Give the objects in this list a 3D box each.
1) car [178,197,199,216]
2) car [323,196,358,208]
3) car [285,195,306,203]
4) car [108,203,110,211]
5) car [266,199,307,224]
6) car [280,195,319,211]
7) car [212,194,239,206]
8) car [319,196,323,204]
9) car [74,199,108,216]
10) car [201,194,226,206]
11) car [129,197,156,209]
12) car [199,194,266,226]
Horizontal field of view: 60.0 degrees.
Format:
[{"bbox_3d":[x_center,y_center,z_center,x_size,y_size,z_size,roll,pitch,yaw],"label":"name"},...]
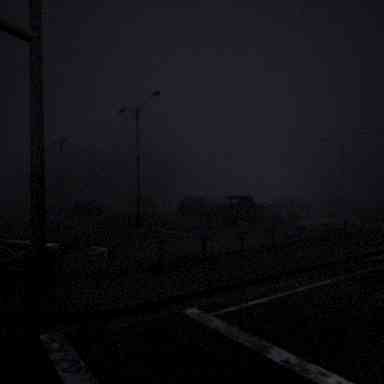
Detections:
[{"bbox_3d":[0.672,1.271,30.322,1.932,1.855,4.605,-1,0,-36],"label":"car"},{"bbox_3d":[19.338,1.270,42.818,1.845,1.501,3.633,-1,0,-36],"label":"car"},{"bbox_3d":[20.744,1.411,66.508,1.845,1.501,3.633,-1,0,-36],"label":"car"},{"bbox_3d":[-11.948,1.649,42.256,1.970,1.475,3.806,-1,0,-36],"label":"car"},{"bbox_3d":[5.657,1.429,23.460,1.970,1.475,3.806,-1,0,-36],"label":"car"},{"bbox_3d":[11.202,1.344,37.017,2.007,1.523,4.514,-1,0,-36],"label":"car"},{"bbox_3d":[5.575,1.313,55.769,1.932,1.855,4.605,-1,0,-36],"label":"car"},{"bbox_3d":[22.658,1.358,58.744,1.970,1.475,3.806,-1,0,-36],"label":"car"},{"bbox_3d":[-10.804,1.662,34.395,2.007,1.523,4.514,-1,0,-36],"label":"car"},{"bbox_3d":[3.457,1.315,53.738,1.905,1.878,3.866,-1,0,-36],"label":"car"},{"bbox_3d":[-6.928,1.514,46.267,2.152,1.636,5.027,-1,0,-36],"label":"car"},{"bbox_3d":[2.597,1.184,22.016,1.905,1.878,3.866,-1,0,-36],"label":"car"}]
